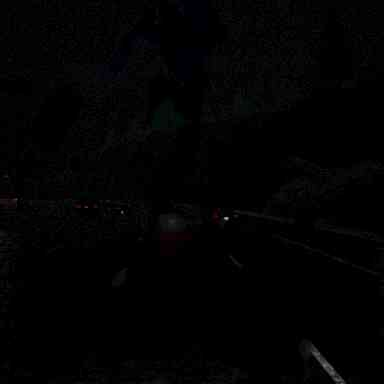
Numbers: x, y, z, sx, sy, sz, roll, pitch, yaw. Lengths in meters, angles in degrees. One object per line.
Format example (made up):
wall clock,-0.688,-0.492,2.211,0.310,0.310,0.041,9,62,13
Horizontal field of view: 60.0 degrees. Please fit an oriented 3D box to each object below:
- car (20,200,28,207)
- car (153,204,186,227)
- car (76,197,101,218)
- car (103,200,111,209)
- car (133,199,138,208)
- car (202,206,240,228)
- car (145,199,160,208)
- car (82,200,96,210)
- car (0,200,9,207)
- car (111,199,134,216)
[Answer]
car,-32.937,2.297,64.796,1.882,1.535,5.008,0,0,-26
car,-1.645,1.787,24.273,1.895,1.301,4.718,-1,0,-9
car,-10.940,1.589,35.101,2.150,2.045,5.566,0,0,-13
car,-14.037,2.114,56.752,1.994,1.385,4.181,0,0,-21
car,-10.621,2.009,57.640,2.128,1.511,4.902,0,0,-21
car,1.925,1.704,23.494,1.994,1.385,4.181,-1,0,-8
car,-6.937,1.969,57.798,2.128,1.511,4.902,0,0,-21
car,-16.899,2.092,54.497,1.812,1.442,4.674,0,0,-21
car,-39.123,2.432,68.919,1.812,1.442,4.674,0,0,-30
car,-7.731,1.845,36.579,1.837,1.490,4.892,0,0,-13
